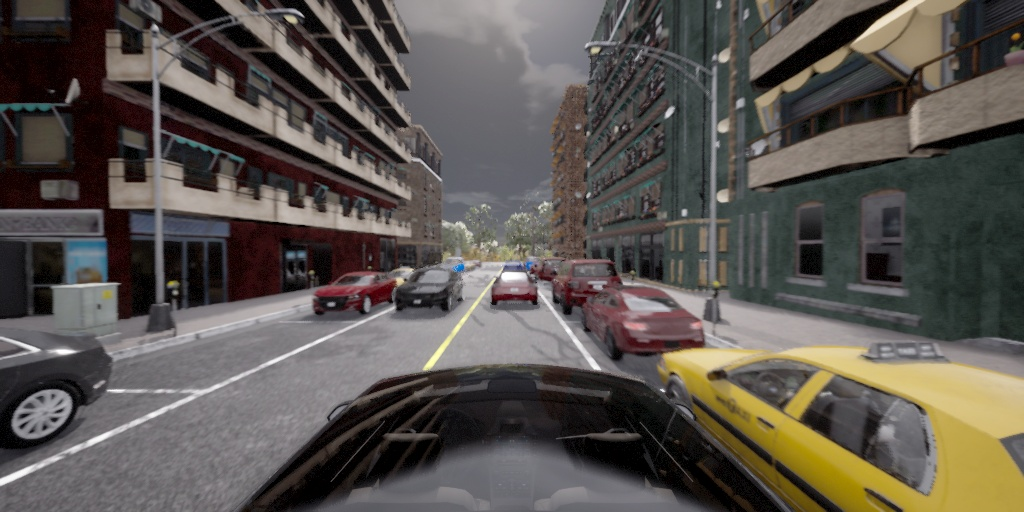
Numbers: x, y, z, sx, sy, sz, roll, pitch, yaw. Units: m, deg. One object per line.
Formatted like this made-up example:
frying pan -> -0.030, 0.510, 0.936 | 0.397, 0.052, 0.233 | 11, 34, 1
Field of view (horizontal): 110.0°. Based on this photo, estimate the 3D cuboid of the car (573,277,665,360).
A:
car -> 2.690, 1.323, 8.073 | 1.802, 1.307, 4.207 | 0, 0, 0

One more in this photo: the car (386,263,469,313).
car -> -3.074, 1.210, 14.192 | 1.882, 1.535, 5.008 | 0, 0, 0

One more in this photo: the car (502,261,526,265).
car -> 0.103, 1.181, 34.444 | 1.882, 1.535, 5.008 | 0, 0, 0

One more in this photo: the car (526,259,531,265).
car -> 2.692, 1.247, 35.694 | 1.888, 1.381, 4.507 | 0, 0, 0

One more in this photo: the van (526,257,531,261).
van -> 2.693, 1.024, 46.743 | 1.690, 1.789, 3.998 | 0, 0, 0

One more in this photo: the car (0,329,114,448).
car -> -5.691, 1.299, 2.500 | 2.007, 1.370, 4.403 | 0, 0, 0

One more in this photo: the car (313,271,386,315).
car -> -5.690, 1.279, 13.549 | 1.888, 1.381, 4.507 | 0, 0, 0

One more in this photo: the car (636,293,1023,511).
car -> 2.690, 1.274, 2.718 | 1.751, 1.417, 4.829 | 0, 0, 0

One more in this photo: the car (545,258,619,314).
car -> 2.691, 1.049, 13.597 | 2.192, 1.841, 5.009 | 0, 0, 0

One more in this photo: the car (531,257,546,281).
car -> 2.691, 1.033, 24.645 | 2.192, 1.841, 5.009 | 0, 0, 0

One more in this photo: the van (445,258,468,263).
van -> -5.688, 1.042, 35.646 | 1.690, 1.789, 3.998 | 0, 0, 0

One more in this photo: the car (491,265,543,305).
car -> 0.101, 1.294, 16.057 | 1.994, 1.385, 4.181 | 0, 0, 0

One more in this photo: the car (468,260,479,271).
car -> -5.687, 1.209, 46.525 | 1.751, 1.417, 4.829 | 0, 0, 0

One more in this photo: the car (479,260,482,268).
car -> -5.784, 1.247, 57.737 | 1.802, 1.307, 4.207 | 0, 0, 0
